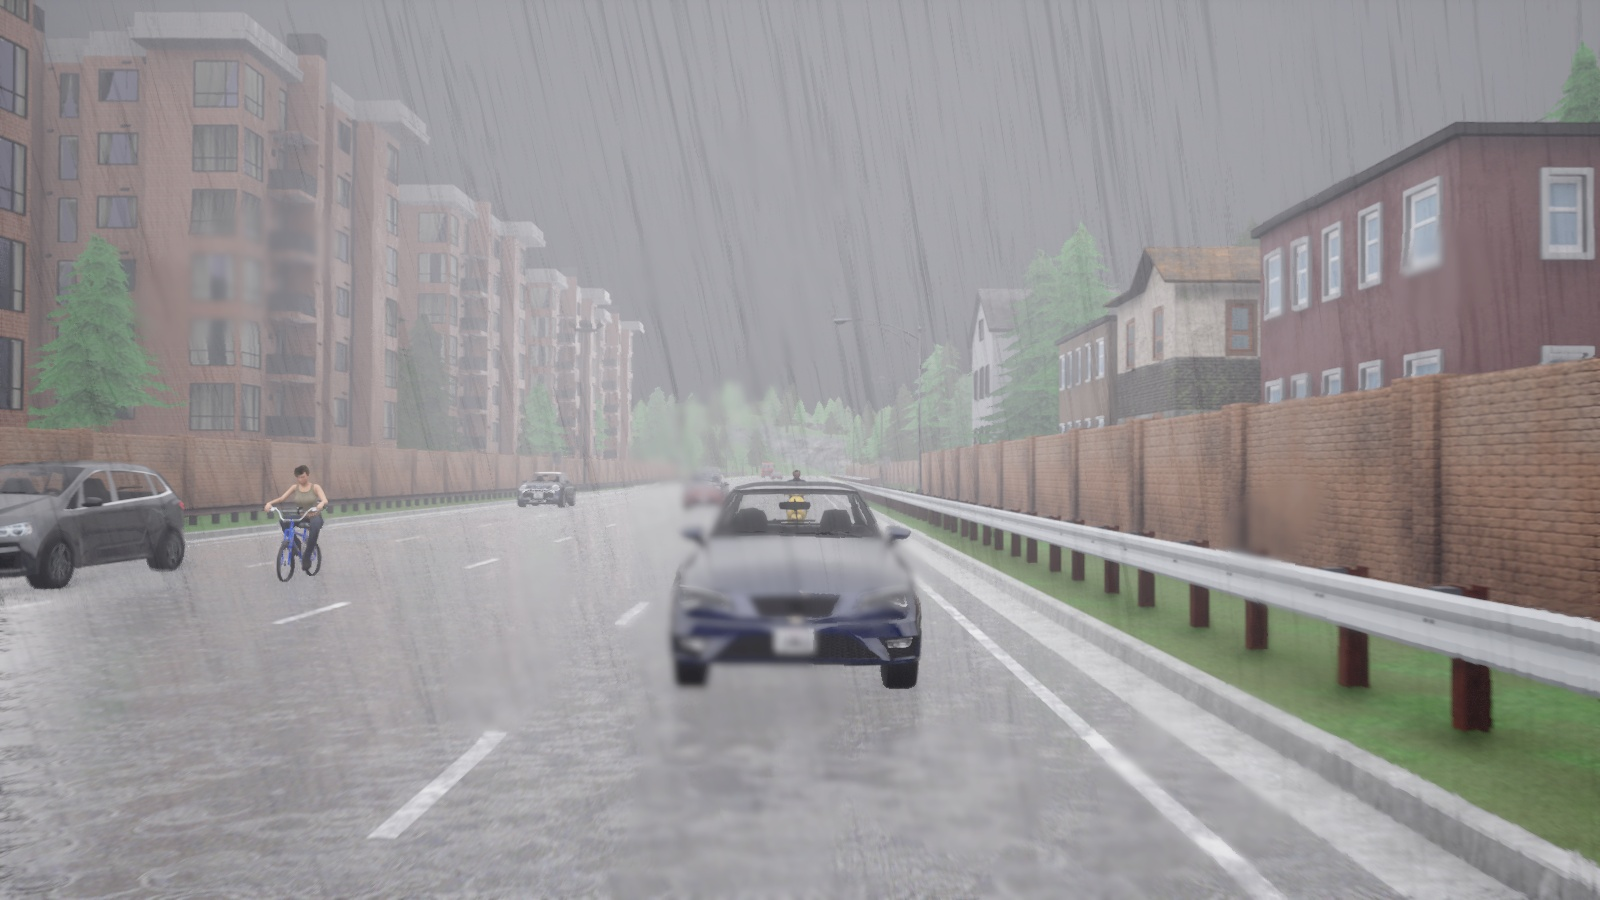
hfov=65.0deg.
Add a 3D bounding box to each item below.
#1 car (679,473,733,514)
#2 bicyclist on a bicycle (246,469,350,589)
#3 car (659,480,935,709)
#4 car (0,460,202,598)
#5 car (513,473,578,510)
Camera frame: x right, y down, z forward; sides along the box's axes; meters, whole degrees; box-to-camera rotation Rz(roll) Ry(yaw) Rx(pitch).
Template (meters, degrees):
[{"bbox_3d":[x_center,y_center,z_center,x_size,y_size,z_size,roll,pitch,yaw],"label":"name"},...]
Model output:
[{"bbox_3d":[-3.619,1.663,49.019,1.845,1.501,3.633,0,-1,0],"label":"car"},{"bbox_3d":[-7.038,1.075,17.687,0.866,1.612,1.509,0,-1,0],"label":"bicyclist on a bicycle"},{"bbox_3d":[-0.025,1.002,10.384,1.816,1.474,4.193,0,-1,0],"label":"car"},{"bbox_3d":[-10.543,0.994,17.498,2.242,1.667,4.611,0,-1,0],"label":"car"},{"bbox_3d":[-10.628,1.706,52.768,1.970,1.475,3.806,0,-1,0],"label":"car"}]
